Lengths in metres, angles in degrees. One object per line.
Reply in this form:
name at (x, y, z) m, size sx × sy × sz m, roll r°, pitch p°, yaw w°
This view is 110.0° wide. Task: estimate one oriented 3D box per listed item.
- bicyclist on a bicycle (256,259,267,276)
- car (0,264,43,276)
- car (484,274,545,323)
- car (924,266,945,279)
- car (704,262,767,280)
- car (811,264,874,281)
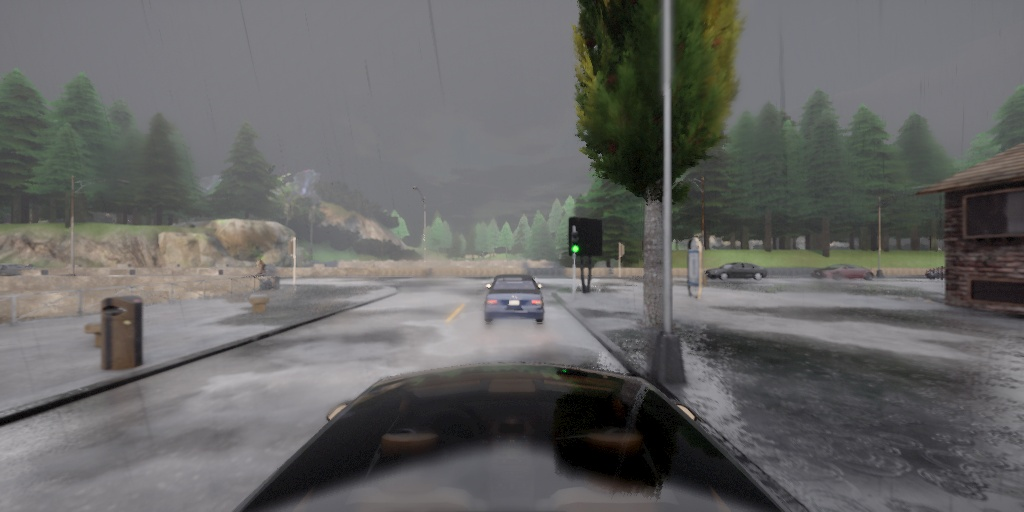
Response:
bicyclist on a bicycle at (-24.511, 1.164, 35.110) m, size 0.582 × 1.620 × 1.656 m, roll 0°, pitch 0°, yaw 0°
car at (-43.713, 1.355, 30.820) m, size 5.357 × 1.411 × 2.033 m, roll 0°, pitch 0°, yaw 0°
car at (0.075, 1.318, 12.242) m, size 2.033 × 1.411 × 5.357 m, roll 0°, pitch 0°, yaw 0°
car at (38.522, 1.331, 30.863) m, size 4.674 × 1.442 × 1.812 m, roll 0°, pitch 0°, yaw 0°
car at (19.203, 1.310, 30.895) m, size 4.892 × 1.490 × 1.837 m, roll 0°, pitch 0°, yaw 0°
car at (28.408, 1.369, 30.890) m, size 4.181 × 1.385 × 1.994 m, roll 0°, pitch 0°, yaw 0°
